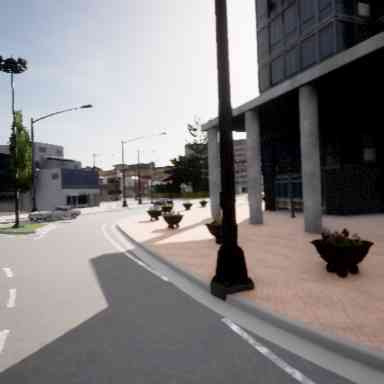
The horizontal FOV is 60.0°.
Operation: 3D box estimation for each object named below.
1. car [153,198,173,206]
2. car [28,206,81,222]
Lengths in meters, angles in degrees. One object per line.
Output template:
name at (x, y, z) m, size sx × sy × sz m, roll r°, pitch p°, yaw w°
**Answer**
car at (-4.532, 1.597, 52.587) m, size 1.994 × 1.385 × 4.181 m, roll -2°, pitch 0°, yaw 20°
car at (-12.781, 2.024, 31.189) m, size 1.895 × 1.301 × 4.718 m, roll -2°, pitch 0°, yaw 27°
